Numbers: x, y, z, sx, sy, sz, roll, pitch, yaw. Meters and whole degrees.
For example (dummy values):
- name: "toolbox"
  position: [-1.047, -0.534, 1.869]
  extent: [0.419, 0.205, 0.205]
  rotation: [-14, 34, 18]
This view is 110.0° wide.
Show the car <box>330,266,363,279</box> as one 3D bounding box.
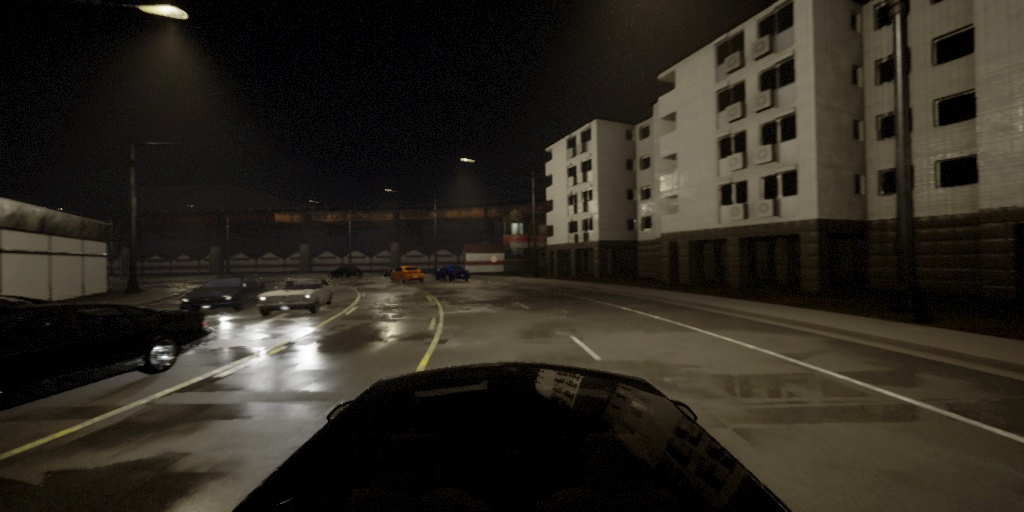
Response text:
- name: "car"
  position: [-19.820, 1.903, 42.774]
  extent: [5.008, 1.535, 1.882]
  rotation: [-1, -1, 36]

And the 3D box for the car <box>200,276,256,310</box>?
- name: "car"
  position: [-12.938, 1.641, 16.536]
  extent: [2.033, 1.411, 5.357]
  rotation: [-1, 0, -21]

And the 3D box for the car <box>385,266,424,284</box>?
- name: "car"
  position: [-9.635, 1.645, 32.664]
  extent: [1.882, 1.535, 5.008]
  rotation: [-1, -1, -35]

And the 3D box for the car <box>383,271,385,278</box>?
- name: "car"
  position: [-13.399, 1.874, 42.140]
  extent: [4.181, 1.385, 1.994]
  rotation: [-1, -1, 42]

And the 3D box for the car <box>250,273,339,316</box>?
- name: "car"
  position: [-8.864, 1.613, 15.117]
  extent: [1.895, 1.301, 4.718]
  rotation: [-1, 0, -17]

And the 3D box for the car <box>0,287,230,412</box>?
- name: "car"
  position: [-7.228, 1.451, 5.230]
  extent: [2.033, 1.411, 5.357]
  rotation: [-1, 0, -2]

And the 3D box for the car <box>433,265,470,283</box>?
- name: "car"
  position: [-5.680, 1.581, 33.201]
  extent: [1.882, 1.535, 5.008]
  rotation: [-1, -1, -34]

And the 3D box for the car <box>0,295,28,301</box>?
- name: "car"
  position: [-10.859, 1.466, 6.298]
  extent: [2.128, 1.511, 4.902]
  rotation: [-1, 0, -5]
